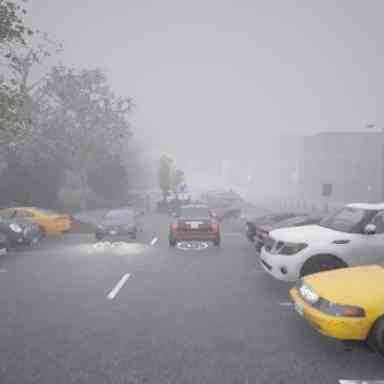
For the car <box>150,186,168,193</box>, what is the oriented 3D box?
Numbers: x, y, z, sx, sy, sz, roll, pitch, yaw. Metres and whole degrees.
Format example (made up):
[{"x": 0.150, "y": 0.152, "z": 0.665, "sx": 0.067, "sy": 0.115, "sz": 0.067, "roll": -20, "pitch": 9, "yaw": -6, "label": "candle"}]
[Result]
[{"x": -8.793, "y": -0.641, "z": 87.779, "sx": 4.553, "sy": 1.767, "sz": 2.185, "roll": 0, "pitch": 3, "yaw": 0, "label": "car"}]

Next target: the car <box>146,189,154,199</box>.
[{"x": -8.822, "y": 0.704, "z": 51.670, "sx": 4.792, "sy": 1.488, "sz": 2.163, "roll": 0, "pitch": 1, "yaw": 0, "label": "car"}]

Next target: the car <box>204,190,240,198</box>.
[{"x": 4.308, "y": 0.765, "z": 43.371, "sx": 4.792, "sy": 1.488, "sz": 2.163, "roll": 0, "pitch": 0, "yaw": 0, "label": "car"}]

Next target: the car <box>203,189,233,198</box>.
[{"x": 4.252, "y": 0.747, "z": 46.155, "sx": 4.792, "sy": 1.488, "sz": 2.163, "roll": 0, "pitch": 0, "yaw": 0, "label": "car"}]

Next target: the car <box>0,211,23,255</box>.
[{"x": -8.510, "y": 1.520, "z": 10.792, "sx": 4.792, "sy": 1.488, "sz": 2.163, "roll": 0, "pitch": 0, "yaw": 0, "label": "car"}]

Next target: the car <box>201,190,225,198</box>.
[{"x": 4.330, "y": 0.339, "z": 68.449, "sx": 4.792, "sy": 1.488, "sz": 2.163, "roll": 0, "pitch": 2, "yaw": 0, "label": "car"}]

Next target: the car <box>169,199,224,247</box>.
[{"x": 0.108, "y": 1.367, "z": 15.305, "sx": 2.097, "sy": 1.767, "sz": 4.553, "roll": 0, "pitch": 0, "yaw": 0, "label": "car"}]

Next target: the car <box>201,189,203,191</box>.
[{"x": 4.292, "y": 0.674, "z": 51.720, "sx": 5.008, "sy": 1.535, "sz": 2.097, "roll": 0, "pitch": 1, "yaw": 0, "label": "car"}]

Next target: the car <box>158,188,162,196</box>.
[{"x": -8.779, "y": 0.475, "z": 62.702, "sx": 5.008, "sy": 1.535, "sz": 2.097, "roll": 0, "pitch": 1, "yaw": 0, "label": "car"}]

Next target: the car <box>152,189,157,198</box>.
[{"x": -8.977, "y": 0.636, "z": 54.462, "sx": 5.366, "sy": 1.575, "sz": 1.946, "roll": 0, "pitch": 1, "yaw": 0, "label": "car"}]

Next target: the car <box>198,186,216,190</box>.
[{"x": 4.260, "y": 0.387, "z": 54.510, "sx": 5.566, "sy": 2.045, "sz": 2.435, "roll": 0, "pitch": 1, "yaw": 0, "label": "car"}]

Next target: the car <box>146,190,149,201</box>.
[{"x": -8.801, "y": 0.759, "z": 45.973, "sx": 4.674, "sy": 1.452, "sz": 2.002, "roll": 0, "pitch": 0, "yaw": 0, "label": "car"}]

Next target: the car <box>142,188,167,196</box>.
[{"x": -8.586, "y": 0.007, "z": 76.637, "sx": 5.366, "sy": 1.575, "sz": 1.946, "roll": 0, "pitch": 2, "yaw": 0, "label": "car"}]

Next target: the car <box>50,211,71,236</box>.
[{"x": -8.534, "y": 1.496, "z": 16.209, "sx": 5.008, "sy": 1.535, "sz": 2.097, "roll": 0, "pitch": 0, "yaw": 0, "label": "car"}]

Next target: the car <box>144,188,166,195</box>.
[{"x": -8.774, "y": -0.109, "z": 79.424, "sx": 5.008, "sy": 1.535, "sz": 2.097, "roll": 0, "pitch": 2, "yaw": 0, "label": "car"}]

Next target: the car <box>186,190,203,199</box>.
[{"x": -0.091, "y": 0.804, "z": 41.014, "sx": 1.812, "sy": 1.442, "sz": 4.674, "roll": 0, "pitch": 1, "yaw": -4, "label": "car"}]

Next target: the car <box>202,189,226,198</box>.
[{"x": 4.330, "y": 0.269, "z": 65.658, "sx": 4.553, "sy": 1.767, "sz": 2.185, "roll": 0, "pitch": 2, "yaw": 0, "label": "car"}]

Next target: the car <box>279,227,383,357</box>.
[{"x": 4.355, "y": 1.482, "z": 5.232, "sx": 5.366, "sy": 1.575, "sz": 1.946, "roll": 0, "pitch": 0, "yaw": 0, "label": "car"}]

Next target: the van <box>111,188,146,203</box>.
[{"x": -8.674, "y": 0.512, "z": 43.298, "sx": 4.442, "sy": 1.987, "sz": 1.878, "roll": 1, "pitch": 1, "yaw": 0, "label": "van"}]

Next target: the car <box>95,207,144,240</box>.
[{"x": -3.575, "y": 1.542, "z": 17.162, "sx": 1.812, "sy": 1.442, "sz": 4.674, "roll": 0, "pitch": 0, "yaw": -2, "label": "car"}]

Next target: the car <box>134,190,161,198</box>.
[{"x": -8.776, "y": 0.400, "z": 65.491, "sx": 5.008, "sy": 1.535, "sz": 2.097, "roll": 0, "pitch": 2, "yaw": 0, "label": "car"}]

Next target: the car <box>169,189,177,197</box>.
[{"x": -3.735, "y": 0.202, "z": 72.577, "sx": 2.128, "sy": 1.511, "sz": 4.902, "roll": 0, "pitch": 2, "yaw": 0, "label": "car"}]

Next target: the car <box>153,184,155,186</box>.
[{"x": -8.795, "y": -0.487, "z": 82.199, "sx": 5.566, "sy": 2.045, "sz": 2.435, "roll": 0, "pitch": 3, "yaw": 0, "label": "car"}]

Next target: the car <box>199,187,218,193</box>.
[{"x": 4.348, "y": -0.495, "z": 87.940, "sx": 4.792, "sy": 1.488, "sz": 2.163, "roll": 0, "pitch": 3, "yaw": 0, "label": "car"}]

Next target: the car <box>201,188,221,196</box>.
[{"x": 4.277, "y": -0.122, "z": 76.793, "sx": 4.553, "sy": 1.767, "sz": 2.185, "roll": 0, "pitch": 2, "yaw": 0, "label": "car"}]

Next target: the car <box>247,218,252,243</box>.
[{"x": 4.535, "y": 1.490, "z": 10.785, "sx": 5.008, "sy": 1.535, "sz": 2.097, "roll": 0, "pitch": 0, "yaw": 0, "label": "car"}]

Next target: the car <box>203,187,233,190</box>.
[{"x": 4.253, "y": 0.574, "z": 48.939, "sx": 4.553, "sy": 1.767, "sz": 2.185, "roll": 0, "pitch": 1, "yaw": 0, "label": "car"}]

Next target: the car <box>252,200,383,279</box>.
[{"x": 4.512, "y": 1.237, "z": 8.009, "sx": 5.566, "sy": 2.045, "sz": 2.435, "roll": 0, "pitch": 0, "yaw": 0, "label": "car"}]

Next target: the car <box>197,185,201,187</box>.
[{"x": 4.320, "y": -0.244, "z": 82.369, "sx": 5.008, "sy": 1.535, "sz": 2.097, "roll": 0, "pitch": 3, "yaw": 0, "label": "car"}]

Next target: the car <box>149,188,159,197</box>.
[{"x": -8.974, "y": 0.592, "z": 57.257, "sx": 5.366, "sy": 1.575, "sz": 1.946, "roll": 0, "pitch": 1, "yaw": 0, "label": "car"}]

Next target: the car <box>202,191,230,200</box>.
[{"x": 4.323, "y": 0.569, "z": 60.082, "sx": 4.792, "sy": 1.488, "sz": 2.163, "roll": 0, "pitch": 1, "yaw": 0, "label": "car"}]

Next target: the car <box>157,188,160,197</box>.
[{"x": -8.757, "y": 0.572, "z": 59.913, "sx": 4.792, "sy": 1.488, "sz": 2.163, "roll": 0, "pitch": 1, "yaw": 0, "label": "car"}]

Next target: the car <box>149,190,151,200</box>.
[{"x": -8.799, "y": 0.741, "z": 48.758, "sx": 4.674, "sy": 1.452, "sz": 2.002, "roll": 0, "pitch": 0, "yaw": 0, "label": "car"}]

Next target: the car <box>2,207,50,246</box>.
[{"x": -8.570, "y": 1.368, "z": 13.438, "sx": 4.553, "sy": 1.767, "sz": 2.185, "roll": 0, "pitch": 0, "yaw": 0, "label": "car"}]

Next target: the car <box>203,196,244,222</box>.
[{"x": 2.161, "y": 1.359, "z": 25.038, "sx": 1.994, "sy": 1.385, "sz": 4.181, "roll": 3, "pitch": 5, "yaw": 31, "label": "car"}]

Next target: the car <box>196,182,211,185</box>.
[{"x": 4.295, "y": -1.083, "z": 93.485, "sx": 5.566, "sy": 2.045, "sz": 2.435, "roll": 0, "pitch": 3, "yaw": 0, "label": "car"}]
